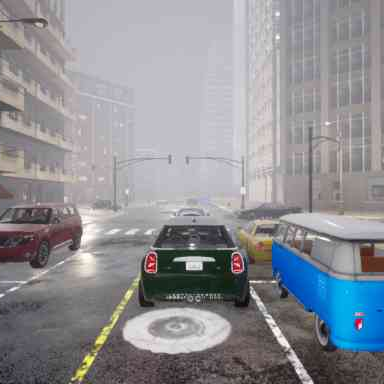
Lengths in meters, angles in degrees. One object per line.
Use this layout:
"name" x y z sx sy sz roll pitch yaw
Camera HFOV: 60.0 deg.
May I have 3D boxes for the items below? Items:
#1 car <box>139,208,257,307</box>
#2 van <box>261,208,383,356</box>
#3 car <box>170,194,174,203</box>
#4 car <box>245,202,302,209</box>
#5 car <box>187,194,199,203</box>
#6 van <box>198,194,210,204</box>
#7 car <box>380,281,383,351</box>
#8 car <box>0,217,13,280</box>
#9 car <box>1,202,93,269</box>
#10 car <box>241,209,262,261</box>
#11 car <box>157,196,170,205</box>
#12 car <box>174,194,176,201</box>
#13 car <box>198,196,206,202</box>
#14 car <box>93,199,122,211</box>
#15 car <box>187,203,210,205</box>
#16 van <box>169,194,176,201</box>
"car" 0.050 1.355 8.120 2.097 1.767 4.553 0 0 0
"van" 2.561 1.343 5.900 1.690 1.788 3.998 0 0 0
"car" -5.432 1.561 71.523 1.967 1.590 4.097 0 0 0
"car" 5.926 1.490 25.843 5.357 1.411 2.033 -1 0 -7
"car" 0.041 1.576 64.181 1.882 1.535 5.008 0 0 -1
"van" 2.467 1.429 60.431 1.690 1.788 3.998 0 0 0
"car" 2.569 1.525 0.536 1.752 1.417 4.829 0 0 0
"car" -5.319 1.442 5.880 1.967 1.590 4.097 0 0 0
"car" -5.328 1.321 11.416 2.192 1.841 5.009 0 0 0
"car" 2.550 1.531 11.606 1.752 1.417 4.829 0 0 0
"car" -5.413 1.613 60.247 1.752 1.417 4.829 0 0 0
"car" -5.442 1.705 77.075 1.947 1.339 4.313 0 0 0
"car" 2.428 1.704 82.640 1.887 1.381 4.507 0 0 0
"car" -10.809 1.617 42.121 4.892 1.490 1.837 -1 -1 41
"car" -0.029 1.536 17.164 1.812 1.442 4.674 0 0 0
"van" -5.470 1.542 93.731 1.690 1.788 3.998 0 0 0
